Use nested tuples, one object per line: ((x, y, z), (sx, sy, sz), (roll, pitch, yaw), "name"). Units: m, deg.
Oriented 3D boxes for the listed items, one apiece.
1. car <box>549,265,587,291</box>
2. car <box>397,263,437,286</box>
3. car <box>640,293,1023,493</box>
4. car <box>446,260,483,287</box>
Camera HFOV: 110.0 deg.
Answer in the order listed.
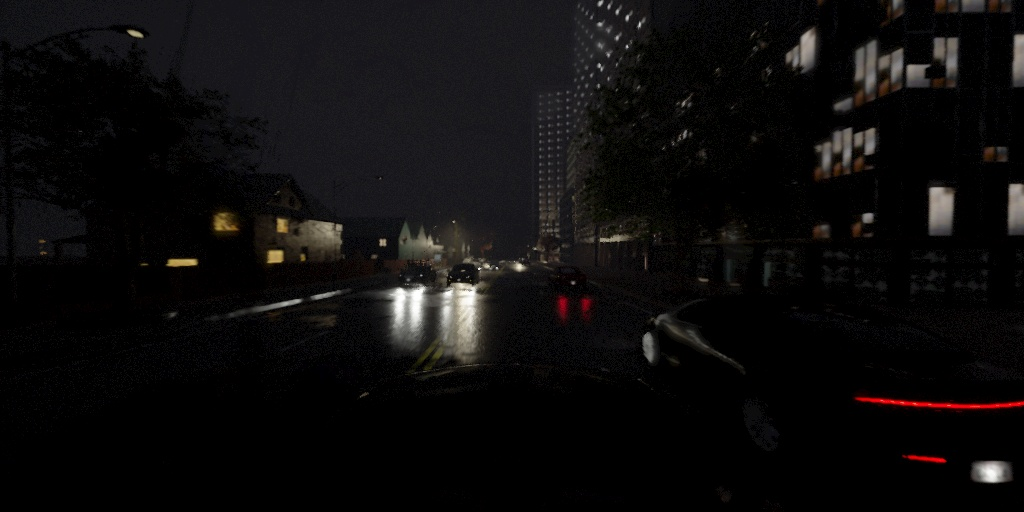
((3.348, 1.283, 21.914), (1.812, 1.442, 4.674), (0, 0, 0), "car")
((-6.593, 1.251, 25.288), (2.128, 1.511, 4.902), (0, 0, 0), "car")
((3.349, 1.255, 4.927), (1.837, 1.490, 4.892), (0, 0, 0), "car")
((-3.343, 1.265, 25.000), (1.837, 1.490, 4.892), (0, 0, 0), "car")
